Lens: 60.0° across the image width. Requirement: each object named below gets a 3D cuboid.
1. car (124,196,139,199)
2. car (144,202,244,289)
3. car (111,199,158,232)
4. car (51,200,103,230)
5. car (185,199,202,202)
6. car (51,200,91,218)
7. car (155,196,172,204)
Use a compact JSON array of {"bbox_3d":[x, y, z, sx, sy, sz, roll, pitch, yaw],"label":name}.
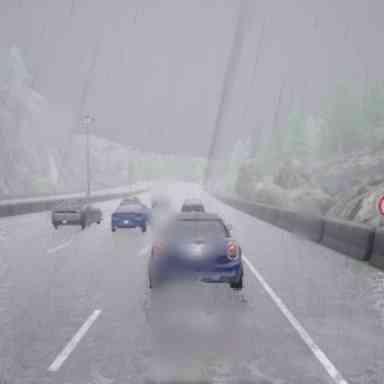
[{"bbox_3d":[-6.917,1.248,38.280,2.128,1.511,4.902,0,1,0],"label":"car"},{"bbox_3d":[0.096,1.316,9.223,2.097,1.767,4.553,0,0,0],"label":"car"},{"bbox_3d":[-3.408,1.396,19.691,1.882,1.535,5.008,0,0,0],"label":"car"},{"bbox_3d":[-6.909,1.406,20.475,2.128,1.511,4.902,0,0,0],"label":"car"},{"bbox_3d":[0.088,1.336,28.233,1.882,1.535,5.008,0,0,0],"label":"car"},{"bbox_3d":[-10.413,1.418,28.952,1.994,1.385,4.181,0,0,0],"label":"car"},{"bbox_3d":[-3.417,1.269,37.496,1.837,1.490,4.892,0,1,0],"label":"car"}]
